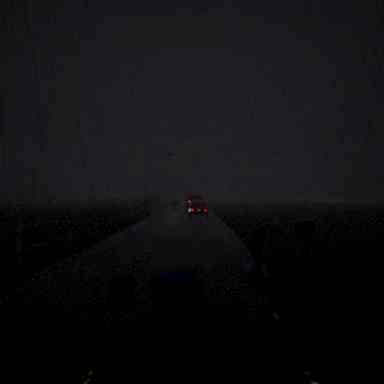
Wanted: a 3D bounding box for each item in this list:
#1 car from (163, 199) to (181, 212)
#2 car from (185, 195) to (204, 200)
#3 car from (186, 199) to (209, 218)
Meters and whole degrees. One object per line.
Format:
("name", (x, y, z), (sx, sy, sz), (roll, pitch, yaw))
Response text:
("car", (-2.338, 1.624, 39.564), (2.128, 1.511, 4.902), (1, 0, -2))
("car", (0.340, 1.349, 42.072), (2.150, 2.045, 5.566), (1, 0, -2))
("car", (0.594, 1.637, 31.470), (2.033, 1.411, 5.357), (1, 0, 0))
